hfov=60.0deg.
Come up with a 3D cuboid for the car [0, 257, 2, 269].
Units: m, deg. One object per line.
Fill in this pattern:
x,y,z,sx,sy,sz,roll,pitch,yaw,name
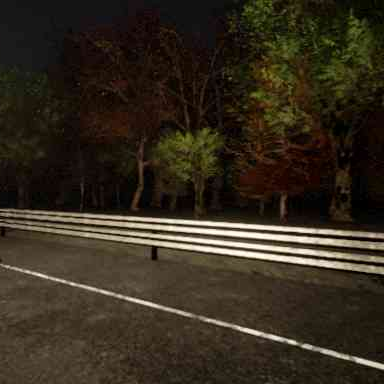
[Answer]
-7.300,1.516,9.138,5.357,1.411,2.033,0,0,35,car
